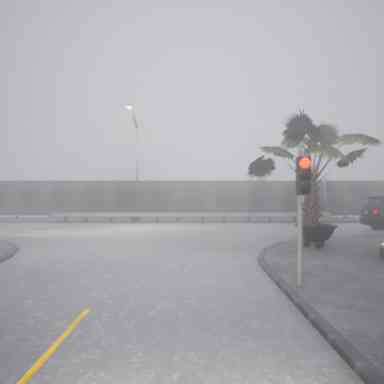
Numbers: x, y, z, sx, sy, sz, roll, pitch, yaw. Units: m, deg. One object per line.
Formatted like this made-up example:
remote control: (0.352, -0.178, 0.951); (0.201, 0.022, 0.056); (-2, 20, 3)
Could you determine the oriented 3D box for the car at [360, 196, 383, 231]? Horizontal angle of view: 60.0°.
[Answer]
car: (12.216, 1.221, 18.206); (5.566, 2.045, 2.150); (0, 0, 0)
